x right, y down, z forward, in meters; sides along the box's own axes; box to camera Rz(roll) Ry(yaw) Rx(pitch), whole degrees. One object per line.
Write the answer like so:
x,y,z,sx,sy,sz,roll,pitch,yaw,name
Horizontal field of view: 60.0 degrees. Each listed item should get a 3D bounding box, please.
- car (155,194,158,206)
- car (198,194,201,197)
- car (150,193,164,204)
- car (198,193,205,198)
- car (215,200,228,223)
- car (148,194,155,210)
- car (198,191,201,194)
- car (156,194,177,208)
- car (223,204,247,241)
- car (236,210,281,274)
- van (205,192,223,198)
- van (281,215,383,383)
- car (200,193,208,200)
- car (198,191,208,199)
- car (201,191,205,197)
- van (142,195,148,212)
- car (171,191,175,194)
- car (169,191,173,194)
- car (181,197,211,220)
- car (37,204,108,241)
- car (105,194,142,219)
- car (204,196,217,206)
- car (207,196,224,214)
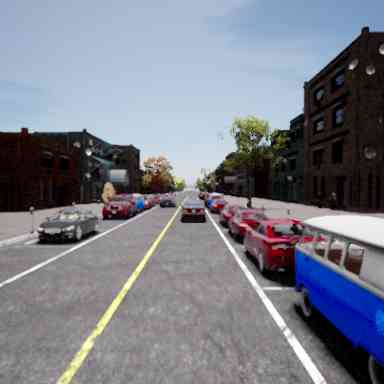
-5.702,1.248,43.482,1.887,1.381,4.507,-1,0,0,car
0.091,1.290,45.548,1.895,1.301,4.718,0,0,0,car
-5.705,1.067,54.578,1.967,1.590,4.097,-1,0,0,car
2.669,0.941,93.420,1.802,1.307,4.206,-1,0,0,car
2.683,1.436,21.293,1.802,1.307,4.206,-1,0,0,car
-5.702,1.181,37.933,1.967,1.590,4.097,-1,0,0,car
2.673,1.078,71.227,1.947,1.339,4.313,-1,0,0,car
-3.022,1.275,42.407,1.994,1.385,4.181,0,0,0,car
2.684,1.474,15.745,1.802,1.307,4.206,-1,0,0,car
2.685,1.474,10.196,1.887,1.381,4.507,-1,0,0,car
2.678,1.082,37.936,1.690,1.788,3.998,-1,0,0,van
2.684,1.308,4.647,1.690,1.788,3.998,-1,0,0,van
2.673,0.998,76.944,1.752,1.417,4.829,-1,0,0,car
2.669,0.750,82.322,2.192,1.841,5.009,-1,0,0,car
2.677,1.018,43.484,2.192,1.841,5.009,-1,0,0,car
-5.702,1.120,32.384,1.690,1.788,3.998,-1,0,0,van
-5.709,1.025,76.771,2.008,1.369,4.403,-1,0,0,car
-5.707,1.094,71.223,1.802,1.307,4.206,-1,0,0,car
0.097,1.371,25.716,2.033,1.411,5.357,0,0,0,car
-5.696,1.443,15.741,2.008,1.369,4.403,-1,0,0,car
-5.701,1.132,26.836,2.192,1.841,5.009,-1,0,0,car
2.678,1.247,49.034,1.802,1.307,4.206,-1,0,0,car
2.681,1.361,32.390,1.802,1.307,4.206,-1,0,0,car
